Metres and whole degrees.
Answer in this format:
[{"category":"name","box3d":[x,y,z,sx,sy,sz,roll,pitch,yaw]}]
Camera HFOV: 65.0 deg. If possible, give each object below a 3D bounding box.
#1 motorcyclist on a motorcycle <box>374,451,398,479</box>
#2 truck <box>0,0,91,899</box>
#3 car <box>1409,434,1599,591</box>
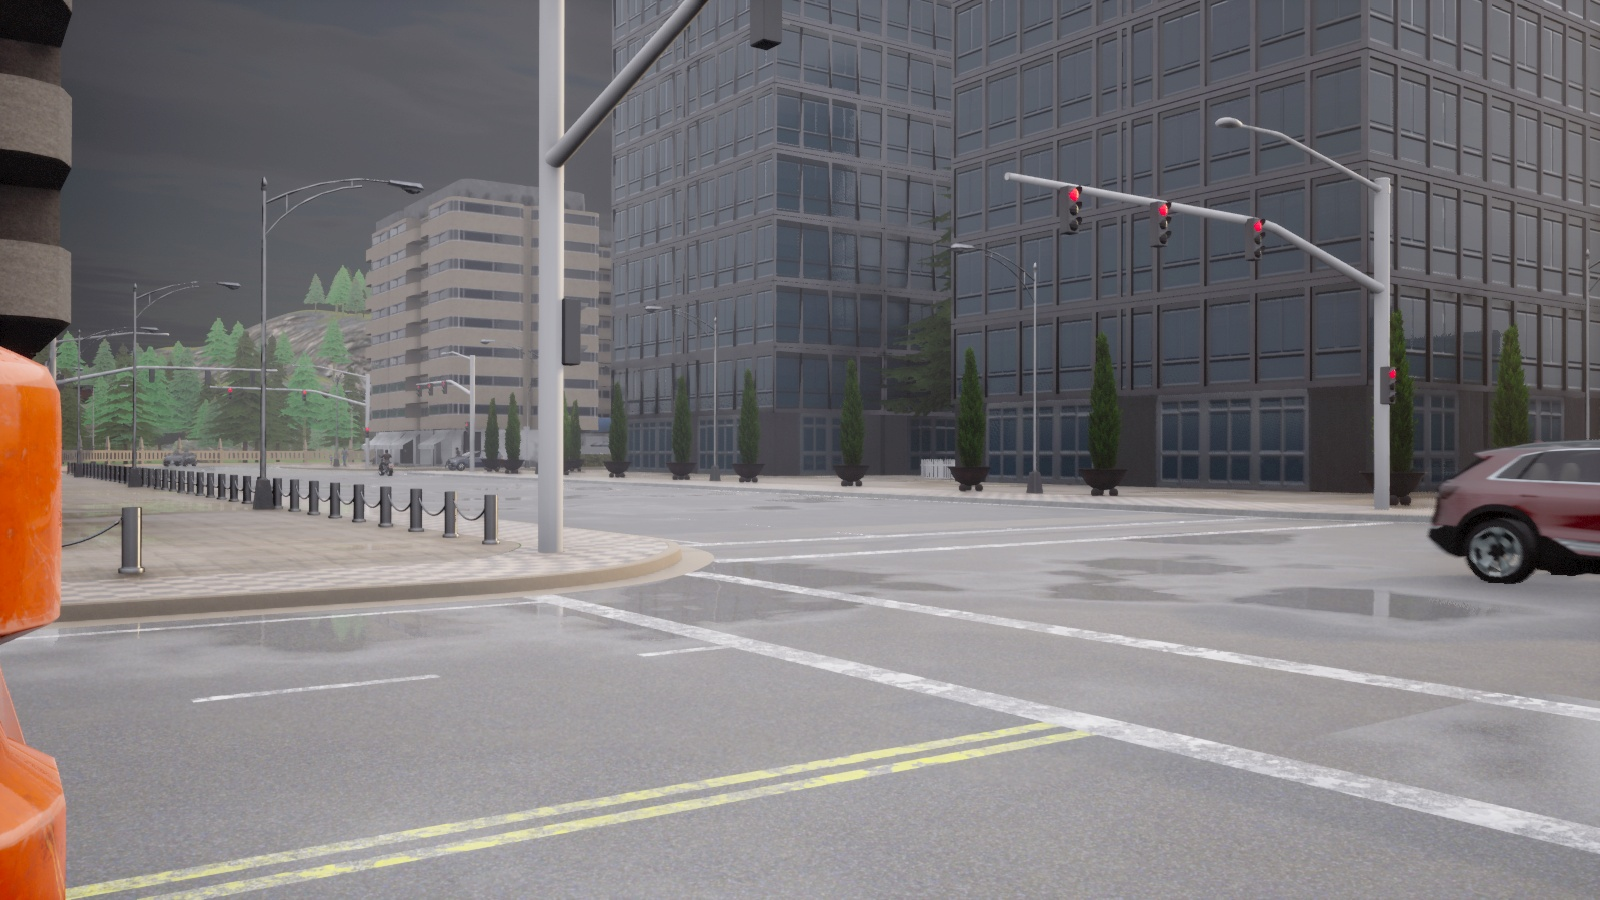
[{"category":"motorcyclist on a motorcycle","box3d":[-24.902,0.877,75.473,0.766,1.649,2.350,0,0,-34]},{"category":"truck","box3d":[-4.853,-0.226,0.292,7.936,3.462,2.891,0,0,-35]},{"category":"car","box3d":[9.474,0.658,13.526,2.033,1.649,4.856,0,0,-36]}]
